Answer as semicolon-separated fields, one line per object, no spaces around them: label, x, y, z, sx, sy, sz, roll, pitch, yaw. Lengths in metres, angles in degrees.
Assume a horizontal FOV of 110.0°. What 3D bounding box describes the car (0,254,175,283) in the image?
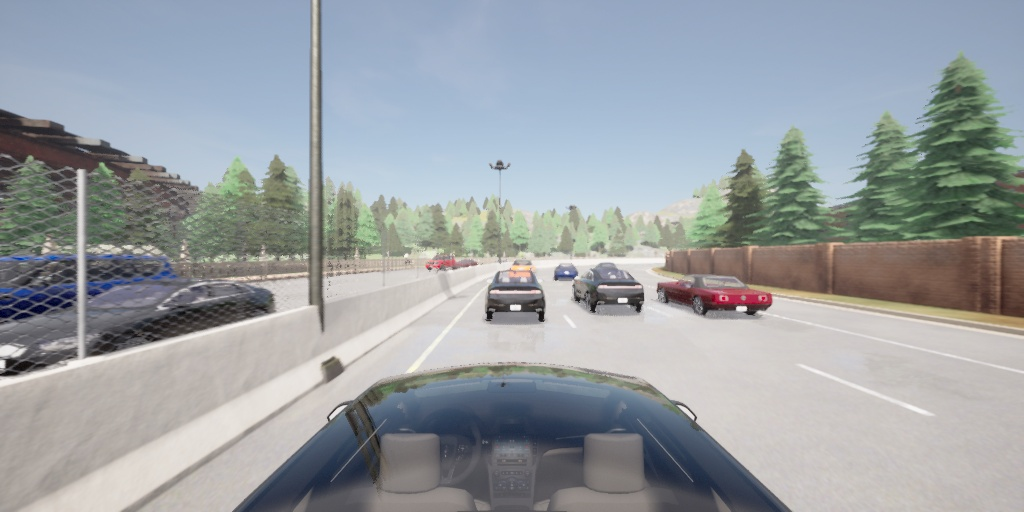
car;-10.592;0.965;8.064;2.150;2.045;5.566;0;0;0

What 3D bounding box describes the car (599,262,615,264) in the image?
car;8.192;1.244;31.005;1.812;1.442;4.674;0;0;8

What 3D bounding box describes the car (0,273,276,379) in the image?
car;-7.084;1.236;7.341;2.128;1.511;4.902;0;0;0

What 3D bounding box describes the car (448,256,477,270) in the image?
car;-6.201;1.179;47.558;1.882;1.535;5.008;0;0;16

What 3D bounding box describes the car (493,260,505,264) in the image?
car;-1.653;1.223;50.372;1.812;1.442;4.674;0;0;19

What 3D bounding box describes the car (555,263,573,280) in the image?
car;4.634;1.283;30.626;1.994;1.385;4.181;0;0;8

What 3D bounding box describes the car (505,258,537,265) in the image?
car;0.987;1.072;29.702;2.097;1.767;4.553;0;0;7

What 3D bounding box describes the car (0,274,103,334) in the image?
car;-14.095;1.291;8.793;2.033;1.411;5.357;0;0;0

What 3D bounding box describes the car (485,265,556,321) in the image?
car;0.100;1.230;12.482;2.128;1.511;4.902;0;0;0

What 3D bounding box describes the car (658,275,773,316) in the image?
car;7.101;1.338;13.301;1.895;1.301;4.718;0;0;0

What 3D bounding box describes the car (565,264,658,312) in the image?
car;3.601;1.228;14.079;2.128;1.511;4.902;0;0;0

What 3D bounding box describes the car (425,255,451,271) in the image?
car;-9.577;0.919;48.557;2.150;2.045;5.566;0;0;16
